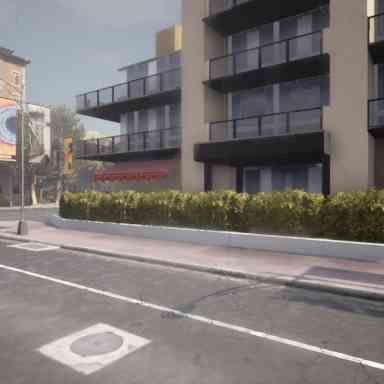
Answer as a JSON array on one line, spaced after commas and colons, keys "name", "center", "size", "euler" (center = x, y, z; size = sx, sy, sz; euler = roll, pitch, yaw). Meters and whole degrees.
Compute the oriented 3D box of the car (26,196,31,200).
[{"name": "car", "center": [-36.642, 1.481, 72.059], "size": [4.892, 1.521, 2.231], "euler": [0, 0, 35]}]
